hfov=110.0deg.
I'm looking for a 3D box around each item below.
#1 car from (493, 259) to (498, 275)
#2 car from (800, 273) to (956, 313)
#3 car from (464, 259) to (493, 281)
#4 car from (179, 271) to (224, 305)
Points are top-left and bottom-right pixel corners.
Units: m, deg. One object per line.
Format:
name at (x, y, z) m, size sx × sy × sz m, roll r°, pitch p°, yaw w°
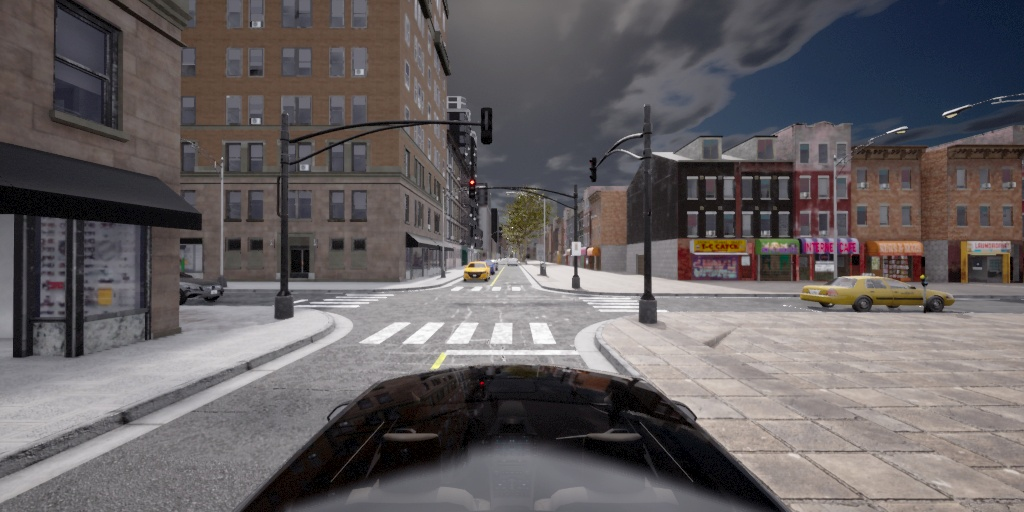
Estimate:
car at (-2.860, 1.209, 39.205) m, size 1.882 × 1.535 × 5.008 m, roll 0°, pitch 0°, yaw 0°
car at (13.881, 1.346, 13.711) m, size 4.829 × 1.417 × 1.751 m, roll 0°, pitch 0°, yaw 0°
car at (-2.849, 1.214, 29.800) m, size 1.882 × 1.535 × 5.008 m, roll 0°, pitch 0°, yaw 0°
car at (-14.412, 1.195, 14.537) m, size 4.674 × 1.442 × 1.812 m, roll 0°, pitch 0°, yaw 0°
